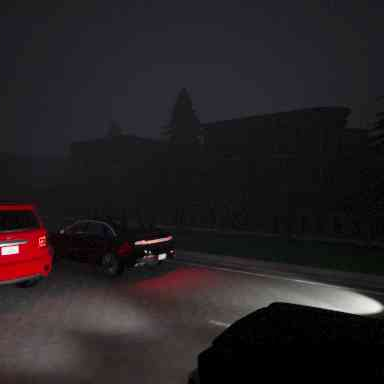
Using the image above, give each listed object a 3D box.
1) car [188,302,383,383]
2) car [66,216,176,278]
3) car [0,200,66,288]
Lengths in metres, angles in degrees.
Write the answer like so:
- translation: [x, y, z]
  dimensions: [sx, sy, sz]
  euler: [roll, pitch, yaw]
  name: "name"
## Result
- translation: [2.298, 1.601, 2.353]
  dimensions: [4.718, 1.301, 1.895]
  euler: [0, 0, 36]
  name: "car"
- translation: [-2.747, 1.492, 10.199]
  dimensions: [4.902, 1.511, 2.128]
  euler: [0, 0, 36]
  name: "car"
- translation: [-5.675, 1.221, 7.999]
  dimensions: [5.566, 2.045, 2.150]
  euler: [0, 0, 36]
  name: "car"
